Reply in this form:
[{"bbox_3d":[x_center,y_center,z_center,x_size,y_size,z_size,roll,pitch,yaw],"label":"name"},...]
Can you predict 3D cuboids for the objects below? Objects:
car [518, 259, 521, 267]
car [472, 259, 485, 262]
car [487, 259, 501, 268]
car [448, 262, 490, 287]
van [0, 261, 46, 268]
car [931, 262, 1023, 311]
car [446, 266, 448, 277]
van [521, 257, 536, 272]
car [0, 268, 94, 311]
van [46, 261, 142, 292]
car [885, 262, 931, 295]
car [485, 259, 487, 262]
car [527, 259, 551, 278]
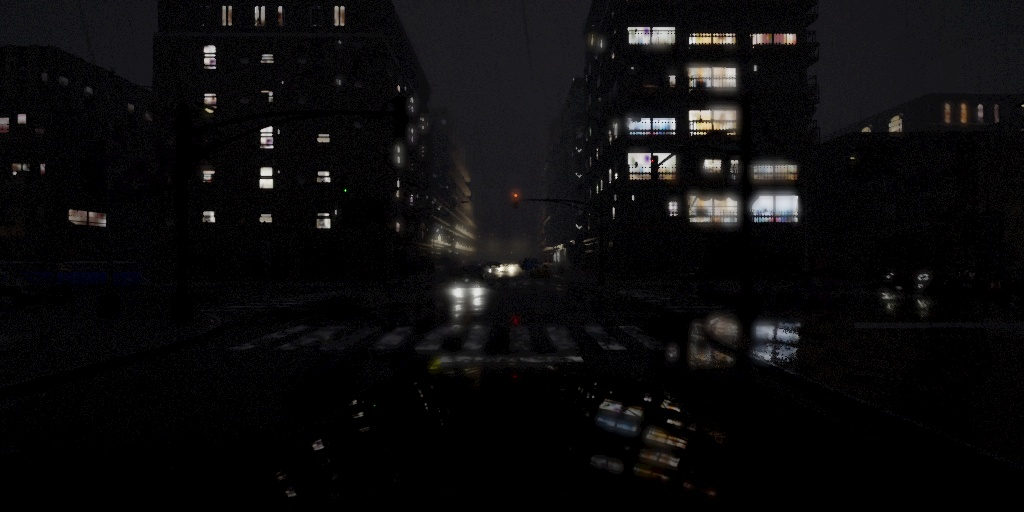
[{"bbox_3d":[2.438,1.106,53.050,2.192,1.841,5.009,0,0,0],"label":"car"},{"bbox_3d":[-5.443,1.373,52.972,1.802,1.307,4.207,0,0,0],"label":"car"},{"bbox_3d":[-2.899,1.257,61.327,1.895,1.301,4.718,0,0,0],"label":"car"},{"bbox_3d":[-2.806,1.328,24.230,1.994,1.385,4.181,0,0,0],"label":"car"},{"bbox_3d":[-30.451,1.203,21.663,3.998,1.789,1.690,0,0,1],"label":"van"},{"bbox_3d":[18.660,1.104,13.140,4.097,1.591,1.967,0,0,1],"label":"car"},{"bbox_3d":[-5.530,1.321,35.999,2.007,1.370,4.403,0,0,0],"label":"car"},{"bbox_3d":[2.484,1.124,47.397,1.690,1.789,3.998,0,0,0],"label":"van"},{"bbox_3d":[-19.367,1.292,13.638,4.403,1.370,2.007,0,0,1],"label":"car"},{"bbox_3d":[-24.857,1.193,21.590,3.998,1.789,1.690,0,0,1],"label":"van"},{"bbox_3d":[22.283,1.077,18.520,4.553,1.767,2.097,0,-1,1],"label":"car"},{"bbox_3d":[-5.457,1.324,58.460,1.751,1.417,4.829,0,0,0],"label":"car"},{"bbox_3d":[2.616,1.293,33.564,1.751,1.417,4.829,0,0,0],"label":"car"}]
